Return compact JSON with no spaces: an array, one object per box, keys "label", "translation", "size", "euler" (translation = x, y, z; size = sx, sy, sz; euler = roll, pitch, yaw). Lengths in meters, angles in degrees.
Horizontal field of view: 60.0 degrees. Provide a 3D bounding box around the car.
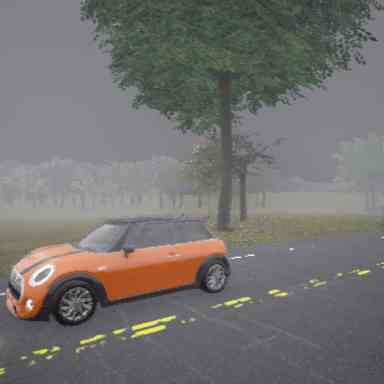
[{"label":"car","translation":[-1.377,1.351,7.181],"size":[4.553,1.767,2.097],"euler":[0,0,-35]}]
